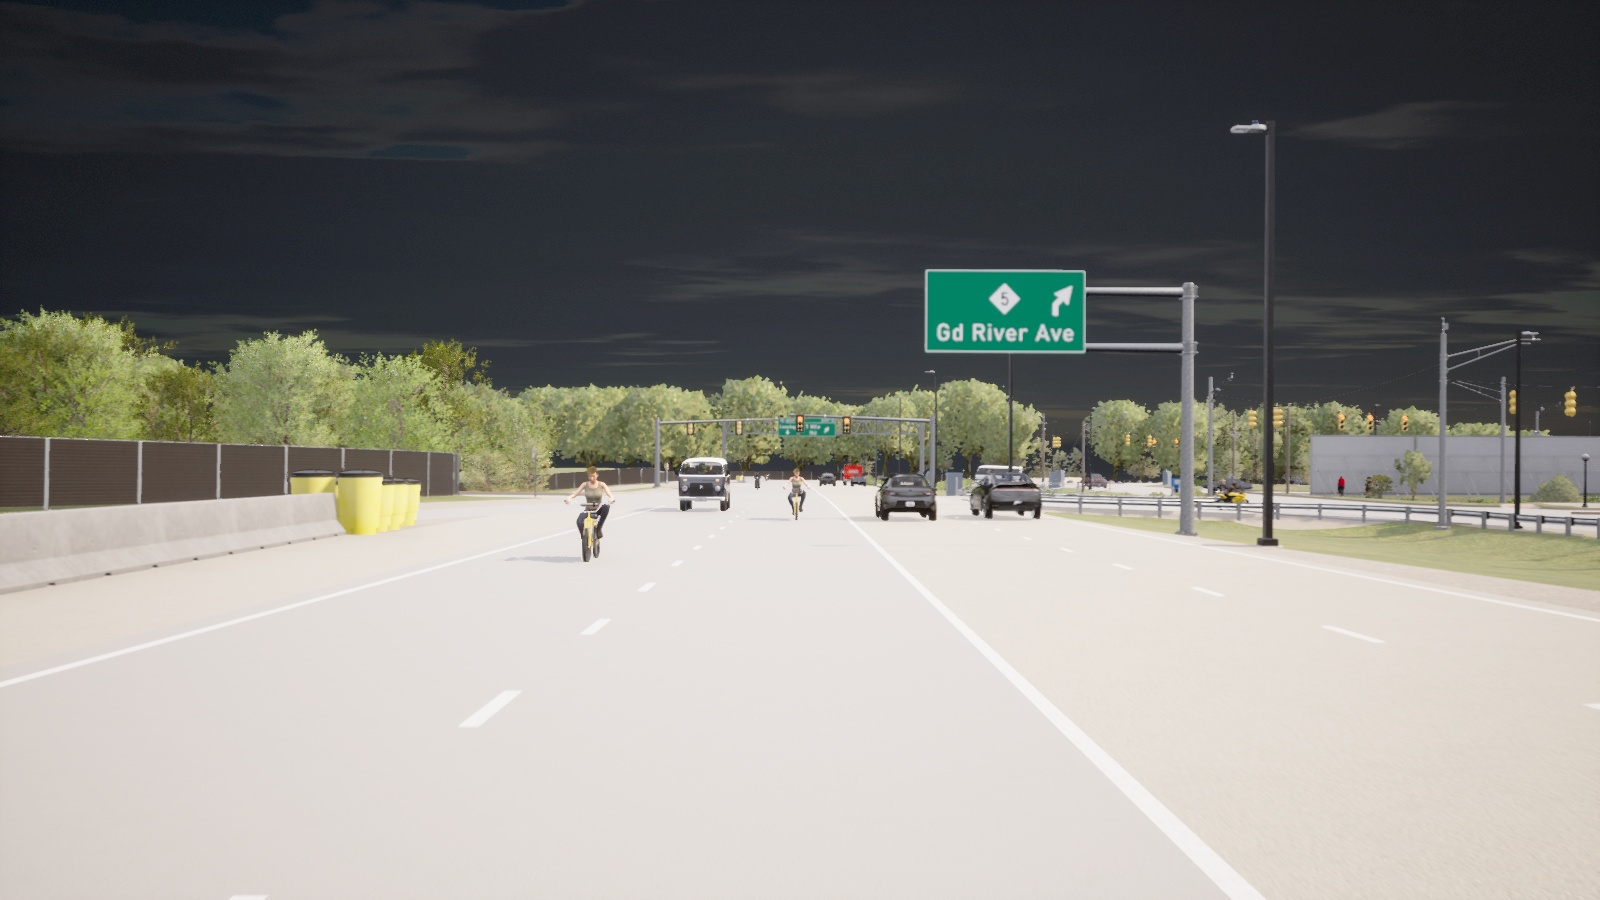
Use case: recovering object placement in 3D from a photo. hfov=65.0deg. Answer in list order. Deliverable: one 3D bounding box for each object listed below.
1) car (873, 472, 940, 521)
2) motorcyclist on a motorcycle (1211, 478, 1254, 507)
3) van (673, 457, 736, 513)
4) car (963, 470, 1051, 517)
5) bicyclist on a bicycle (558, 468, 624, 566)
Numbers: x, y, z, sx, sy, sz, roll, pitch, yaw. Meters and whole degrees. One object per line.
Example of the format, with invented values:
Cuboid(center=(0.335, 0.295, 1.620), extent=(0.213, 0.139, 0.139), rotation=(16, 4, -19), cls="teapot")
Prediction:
Cuboid(center=(3.405, 1.468, 40.839), extent=(1.816, 1.474, 4.193), rotation=(0, -1, 0), cls="car")
Cuboid(center=(24.226, 2.393, 70.373), extent=(2.044, 1.523, 0.797), rotation=(-2, 0, -3), cls="motorcyclist on a motorcycle")
Cuboid(center=(-3.612, 1.322, 48.089), extent=(2.069, 2.038, 4.480), rotation=(0, -1, 0), cls="van")
Cuboid(center=(6.902, 1.421, 42.402), extent=(2.128, 1.511, 4.902), rotation=(0, -1, 0), cls="car")
Cuboid(center=(-3.550, 1.113, 21.444), extent=(0.866, 1.612, 1.509), rotation=(0, -1, 0), cls="bicyclist on a bicycle")
